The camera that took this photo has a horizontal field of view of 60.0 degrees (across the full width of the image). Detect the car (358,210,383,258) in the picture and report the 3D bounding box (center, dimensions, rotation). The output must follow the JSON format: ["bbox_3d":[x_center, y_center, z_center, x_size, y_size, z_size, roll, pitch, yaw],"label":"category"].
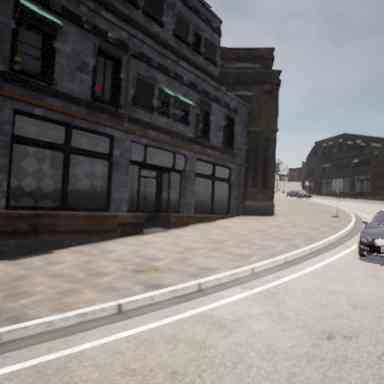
[{"bbox_3d":[7.205,1.383,11.592,2.128,1.511,4.902,1,1,38],"label":"car"}]

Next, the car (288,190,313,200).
[{"bbox_3d":[17.006,0.341,52.379,2.033,1.411,5.357,3,2,-9],"label":"car"}]
